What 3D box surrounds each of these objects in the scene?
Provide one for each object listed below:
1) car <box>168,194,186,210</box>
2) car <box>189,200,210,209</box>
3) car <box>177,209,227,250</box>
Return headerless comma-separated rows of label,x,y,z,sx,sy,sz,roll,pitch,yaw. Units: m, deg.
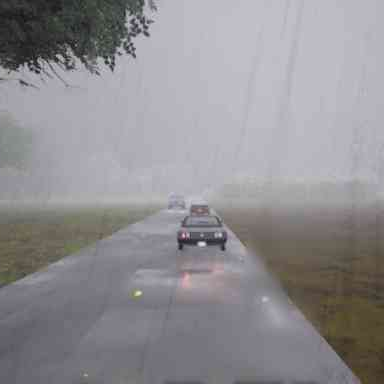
car,-1.965,1.308,44.487,2.150,2.045,5.566,0,0,1
car,0.747,1.527,32.685,1.882,1.535,5.008,0,0,1
car,0.412,1.613,14.407,1.895,1.301,4.718,0,0,1
